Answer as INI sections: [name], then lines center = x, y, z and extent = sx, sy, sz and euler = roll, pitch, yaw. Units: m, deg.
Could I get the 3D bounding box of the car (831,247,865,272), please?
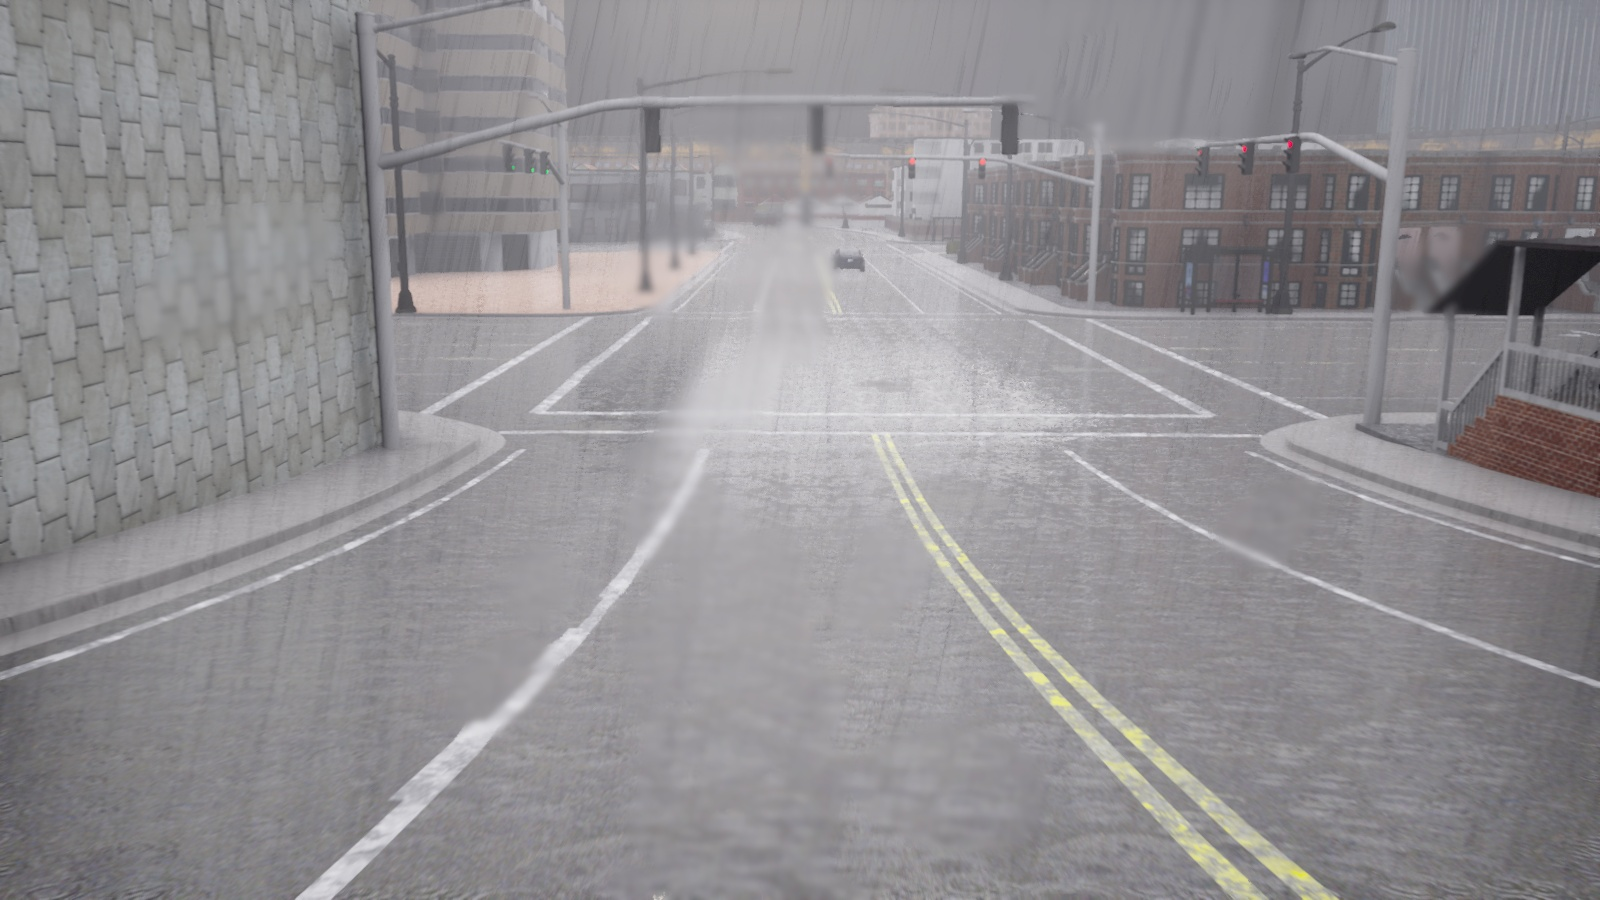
[car]
center = 3.231, -13.009, 85.672
extent = 2.163, 1.488, 4.792
euler = 0, 11, 0
